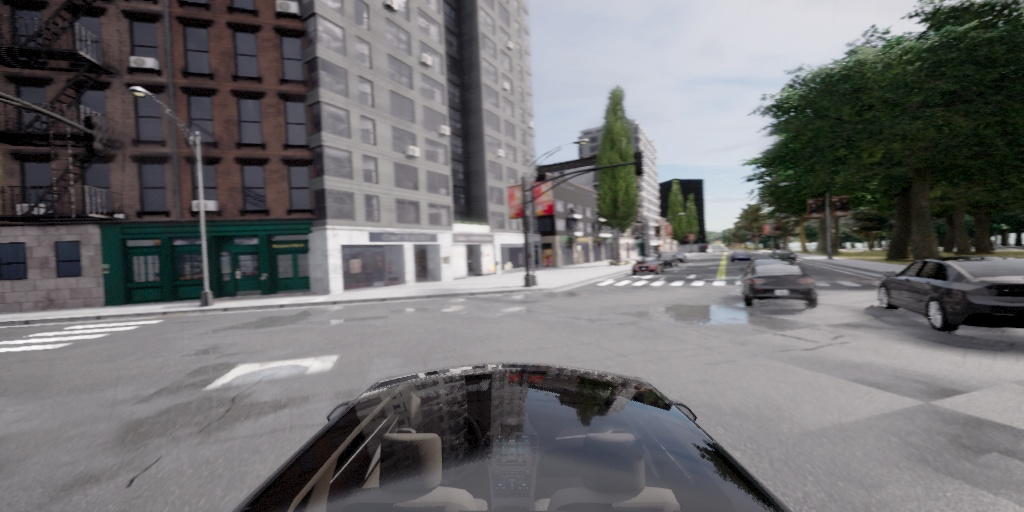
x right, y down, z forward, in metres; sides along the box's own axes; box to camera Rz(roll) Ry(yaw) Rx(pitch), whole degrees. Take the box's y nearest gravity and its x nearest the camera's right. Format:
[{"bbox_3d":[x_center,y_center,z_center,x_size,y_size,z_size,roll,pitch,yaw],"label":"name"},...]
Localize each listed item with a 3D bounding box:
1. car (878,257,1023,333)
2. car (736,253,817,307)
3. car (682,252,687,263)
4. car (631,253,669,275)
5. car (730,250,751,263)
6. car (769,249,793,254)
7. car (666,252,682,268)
[{"bbox_3d":[10.258,0.754,8.166,1.837,1.490,4.892,-3,1,31],"label":"car"},{"bbox_3d":[8.968,0.820,12.334,1.812,1.442,4.674,-3,0,31],"label":"car"},{"bbox_3d":[20.969,0.188,45.251,2.033,1.411,5.357,-3,0,31],"label":"car"},{"bbox_3d":[10.813,0.718,28.430,1.994,1.385,4.181,-3,0,31],"label":"car"},{"bbox_3d":[26.010,-0.019,40.828,1.994,1.385,4.181,-3,0,31],"label":"car"},{"bbox_3d":[26.400,0.012,35.150,1.895,1.301,4.718,-3,0,31],"label":"car"},{"bbox_3d":[15.541,0.389,36.225,1.882,1.535,5.008,-3,0,31],"label":"car"}]
